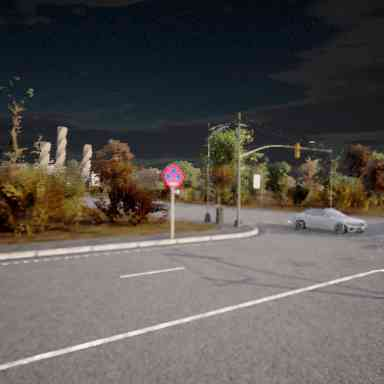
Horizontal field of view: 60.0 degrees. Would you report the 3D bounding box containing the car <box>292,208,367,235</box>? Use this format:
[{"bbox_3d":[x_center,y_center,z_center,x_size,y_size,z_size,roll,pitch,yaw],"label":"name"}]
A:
[{"bbox_3d":[8.410,1.745,20.731,1.812,1.442,4.674,1,0,-32],"label":"car"}]

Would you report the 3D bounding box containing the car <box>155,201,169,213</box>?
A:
[{"bbox_3d":[-4.480,1.763,41.164,2.033,1.411,5.357,1,0,-32],"label":"car"}]
